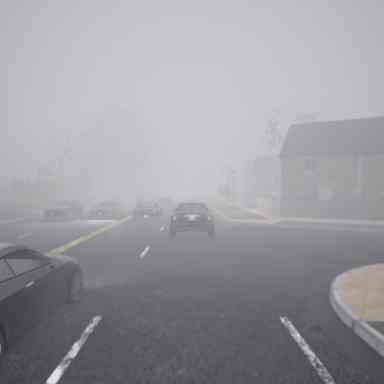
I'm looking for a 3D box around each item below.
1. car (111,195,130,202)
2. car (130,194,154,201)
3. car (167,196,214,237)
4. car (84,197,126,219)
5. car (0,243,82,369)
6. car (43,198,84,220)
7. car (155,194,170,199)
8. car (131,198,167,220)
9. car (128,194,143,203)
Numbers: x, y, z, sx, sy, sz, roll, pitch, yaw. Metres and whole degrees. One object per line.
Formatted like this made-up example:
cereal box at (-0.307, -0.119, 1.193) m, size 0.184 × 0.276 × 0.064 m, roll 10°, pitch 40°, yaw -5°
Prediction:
car at (-10.133, 1.158, 44.591) m, size 1.882 × 1.535 × 5.008 m, roll 0°, pitch 0°, yaw 0°
car at (-6.887, 1.025, 45.362) m, size 2.097 × 1.767 × 4.553 m, roll 0°, pitch 1°, yaw 0°
car at (-0.009, 1.228, 17.455) m, size 2.097 × 1.767 × 4.553 m, roll 0°, pitch 0°, yaw 0°
car at (-6.769, 1.379, 26.446) m, size 1.994 × 1.385 × 4.181 m, roll 0°, pitch 0°, yaw 0°
car at (-3.182, 1.491, 5.008) m, size 1.812 × 1.442 × 4.674 m, roll 0°, pitch 0°, yaw 0°
car at (-10.019, 1.294, 26.351) m, size 1.882 × 1.535 × 5.008 m, roll 0°, pitch 0°, yaw 0°
car at (-3.446, 1.157, 44.445) m, size 1.882 × 1.535 × 5.008 m, roll 0°, pitch 0°, yaw 0°
car at (-3.317, 1.417, 26.028) m, size 1.895 × 1.301 × 4.718 m, roll 0°, pitch 0°, yaw 0°
car at (-10.188, 1.132, 60.098) m, size 1.994 × 1.385 × 4.181 m, roll 0°, pitch 0°, yaw 0°
